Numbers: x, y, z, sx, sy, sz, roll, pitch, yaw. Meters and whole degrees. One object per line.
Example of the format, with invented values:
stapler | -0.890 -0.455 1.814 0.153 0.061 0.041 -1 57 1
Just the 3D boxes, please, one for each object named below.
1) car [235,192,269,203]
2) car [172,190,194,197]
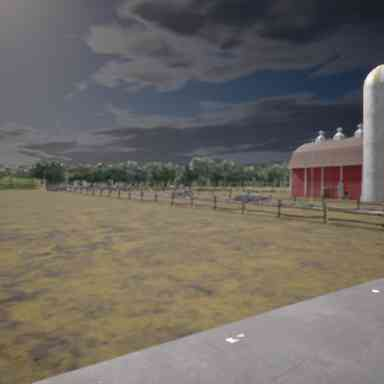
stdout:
car | 8.513 0.767 47.295 2.033 1.411 5.357 0 2 -35
car | -1.751 0.276 61.933 2.033 1.411 5.357 0 2 -35
